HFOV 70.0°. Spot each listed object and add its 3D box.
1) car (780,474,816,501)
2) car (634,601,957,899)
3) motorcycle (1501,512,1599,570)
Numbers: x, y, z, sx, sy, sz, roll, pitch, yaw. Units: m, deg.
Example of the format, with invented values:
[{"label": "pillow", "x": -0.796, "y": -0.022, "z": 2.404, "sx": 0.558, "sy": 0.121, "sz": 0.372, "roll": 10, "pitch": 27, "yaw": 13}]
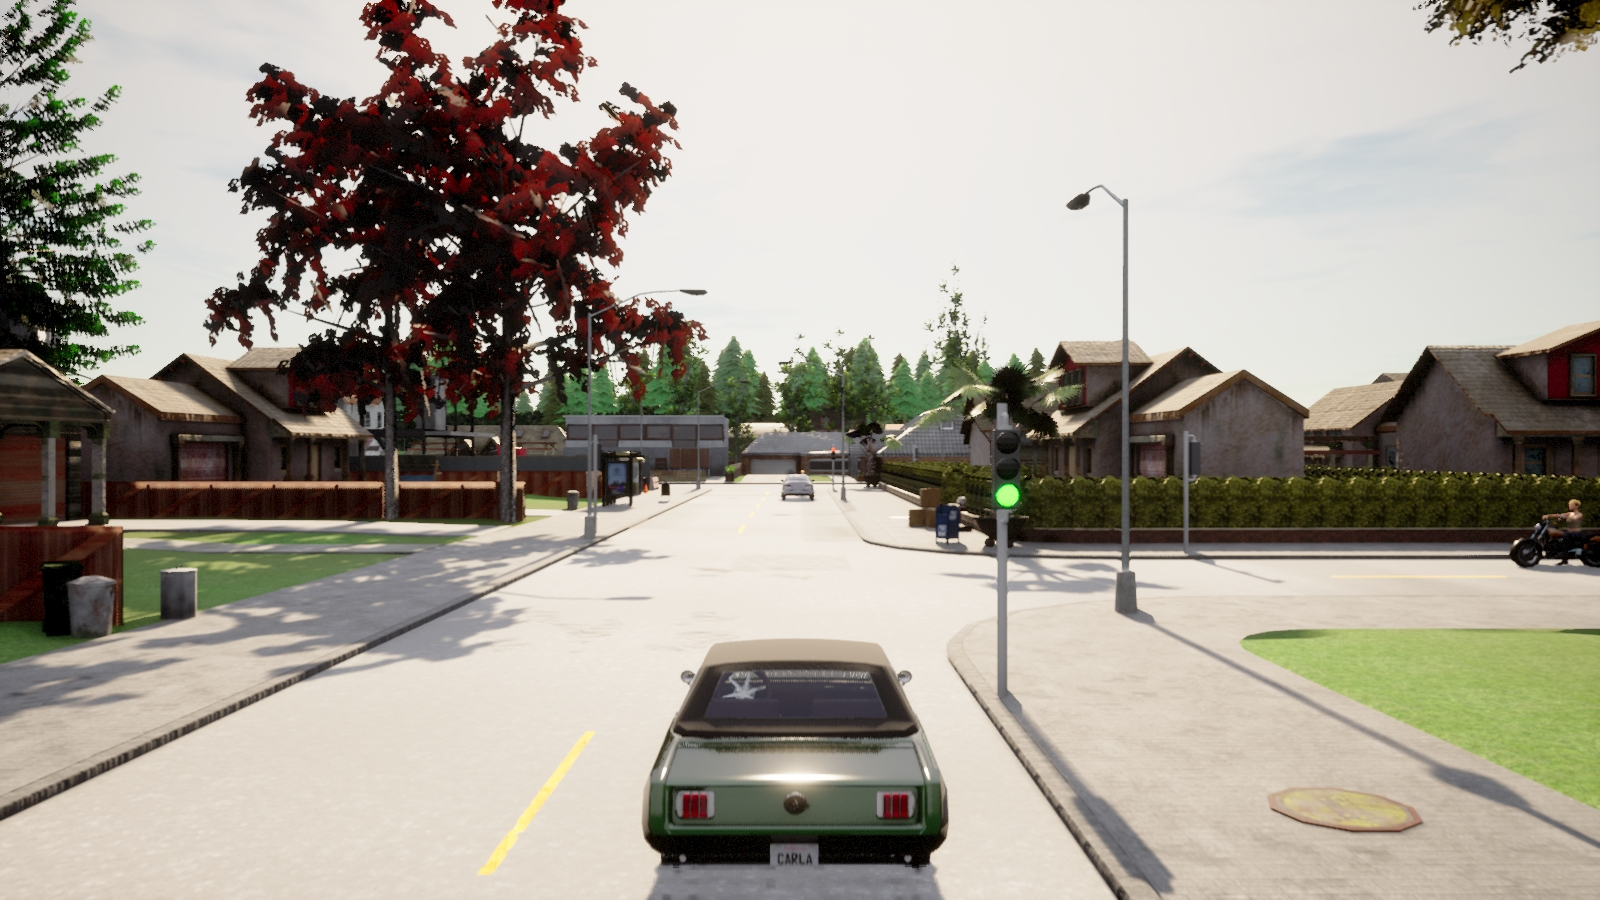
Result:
[{"label": "car", "x": -0.126, "y": 2.129, "z": 66.140, "sx": 2.002, "sy": 1.442, "sz": 4.674, "roll": 0, "pitch": 0, "yaw": 0}, {"label": "car", "x": -0.030, "y": 2.162, "z": 9.059, "sx": 1.895, "sy": 1.301, "sz": 4.718, "roll": 0, "pitch": 0, "yaw": 0}, {"label": "motorcycle", "x": 18.254, "y": 2.175, "z": 27.446, "sx": 2.356, "sy": 1.307, "sz": 0.764, "roll": 0, "pitch": 0, "yaw": 0}]
